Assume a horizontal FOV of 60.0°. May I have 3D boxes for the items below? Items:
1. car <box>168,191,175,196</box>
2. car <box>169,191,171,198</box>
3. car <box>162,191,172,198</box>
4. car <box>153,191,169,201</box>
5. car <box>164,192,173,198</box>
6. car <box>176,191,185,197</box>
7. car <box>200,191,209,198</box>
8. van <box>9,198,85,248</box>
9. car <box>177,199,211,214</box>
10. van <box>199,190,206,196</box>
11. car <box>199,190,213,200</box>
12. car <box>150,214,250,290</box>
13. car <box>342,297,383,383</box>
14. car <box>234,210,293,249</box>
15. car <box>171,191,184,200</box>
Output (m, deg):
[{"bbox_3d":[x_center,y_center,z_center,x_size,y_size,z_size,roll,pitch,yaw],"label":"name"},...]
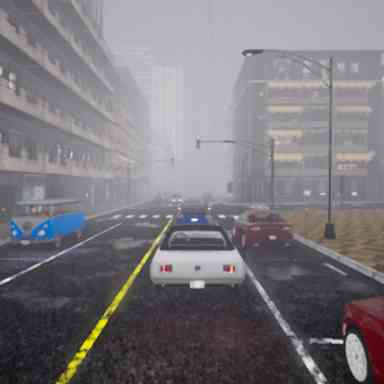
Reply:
[{"bbox_3d":[-5.514,0.427,89.873,1.752,1.417,4.829,-1,1,0],"label":"car"},{"bbox_3d":[-5.570,0.789,62.406,1.947,1.339,4.313,0,1,0],"label":"car"},{"bbox_3d":[-5.549,0.533,73.460,1.967,1.590,4.097,-1,1,0],"label":"car"},{"bbox_3d":[-5.581,0.840,56.879,2.008,1.369,4.403,0,1,0],"label":"car"},{"bbox_3d":[-5.537,0.610,78.989,1.802,1.307,4.206,-1,1,0],"label":"car"},{"bbox_3d":[-2.834,0.523,81.478,2.033,1.411,5.357,0,1,0],"label":"car"},{"bbox_3d":[2.844,0.579,78.966,2.008,1.369,4.403,-1,1,0],"label":"car"},{"bbox_3d":[-5.673,1.167,13.404,1.690,1.788,3.998,0,1,0],"label":"van"},{"bbox_3d":[0.135,1.326,18.538,1.994,1.385,4.181,0,1,0],"label":"car"},{"bbox_3d":[2.864,0.241,90.018,1.690,1.788,3.998,-1,1,0],"label":"van"},{"bbox_3d":[2.809,0.664,62.383,1.967,1.590,4.097,-1,1,0],"label":"car"},{"bbox_3d":[0.117,1.488,8.686,1.895,1.301,4.718,0,1,0],"label":"car"},{"bbox_3d":[2.687,1.513,2.338,1.887,1.381,4.507,0,1,0],"label":"car"},{"bbox_3d":[2.709,1.372,13.388,1.887,1.381,4.507,0,1,0],"label":"car"},{"bbox_3d":[-2.890,0.754,65.139,1.994,1.385,4.181,0,1,1],"label":"car"}]
